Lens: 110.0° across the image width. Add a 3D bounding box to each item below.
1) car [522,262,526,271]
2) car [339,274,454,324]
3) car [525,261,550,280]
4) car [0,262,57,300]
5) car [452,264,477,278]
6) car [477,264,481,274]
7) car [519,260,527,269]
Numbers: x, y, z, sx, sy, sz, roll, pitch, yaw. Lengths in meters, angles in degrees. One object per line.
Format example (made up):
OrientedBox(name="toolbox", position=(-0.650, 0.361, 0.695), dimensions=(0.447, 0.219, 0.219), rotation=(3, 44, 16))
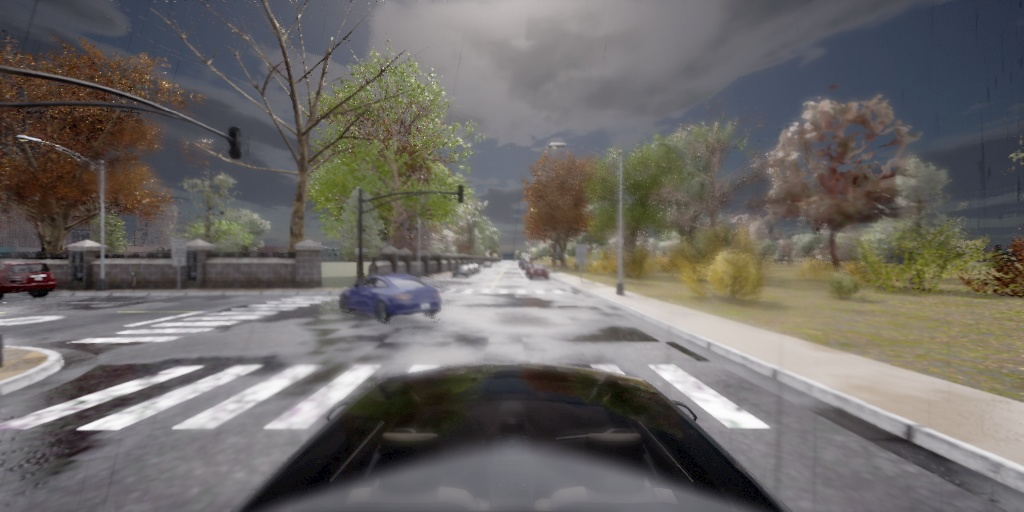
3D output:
OrientedBox(name="car", position=(2.605, 1.691, 44.270), dimensions=(1.888, 1.381, 4.507), rotation=(0, 0, 0))
OrientedBox(name="car", position=(-4.269, 1.365, 12.443), dimensions=(4.674, 1.442, 1.812), rotation=(0, -1, 44))
OrientedBox(name="car", position=(2.652, 1.504, 35.570), dimensions=(1.967, 1.591, 4.097), rotation=(0, 0, 0))
OrientedBox(name="car", position=(-25.657, 1.216, 17.597), dimensions=(5.009, 1.841, 2.192), rotation=(0, 0, -1))
OrientedBox(name="car", position=(-5.283, 1.661, 38.594), dimensions=(1.948, 1.339, 4.313), rotation=(0, 0, 0))
OrientedBox(name="car", position=(-5.275, 1.714, 44.281), dimensions=(1.948, 1.339, 4.313), rotation=(0, 0, 0))
OrientedBox(name="car", position=(2.622, 1.873, 61.335), dimensions=(1.948, 1.339, 4.313), rotation=(0, 0, 0))
